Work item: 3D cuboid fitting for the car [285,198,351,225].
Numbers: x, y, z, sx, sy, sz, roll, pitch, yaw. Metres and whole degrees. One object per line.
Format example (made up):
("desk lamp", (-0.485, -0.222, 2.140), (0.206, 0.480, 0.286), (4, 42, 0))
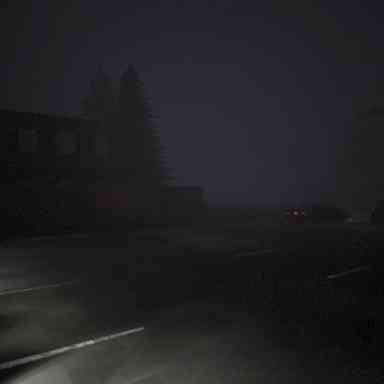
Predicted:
("car", (8.721, 1.406, 22.864), (5.357, 1.411, 2.033), (0, 0, -35))

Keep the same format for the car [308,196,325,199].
("car", (16.339, 1.224, 43.421), (2.128, 1.511, 4.902), (0, 0, 7))

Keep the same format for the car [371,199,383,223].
("car", (14.058, 1.183, 22.372), (4.553, 1.767, 2.097), (0, 0, -36))
